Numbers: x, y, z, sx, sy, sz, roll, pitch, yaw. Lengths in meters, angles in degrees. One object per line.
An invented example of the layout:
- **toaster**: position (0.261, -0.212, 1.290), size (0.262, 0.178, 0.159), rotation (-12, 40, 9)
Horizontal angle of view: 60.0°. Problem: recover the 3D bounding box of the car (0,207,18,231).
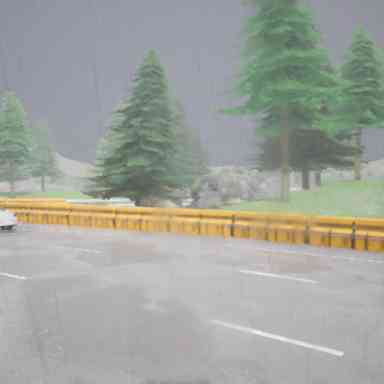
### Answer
- **car**: position (-11.227, 1.315, 17.226), size (4.674, 1.442, 1.812), rotation (1, 1, 20)
